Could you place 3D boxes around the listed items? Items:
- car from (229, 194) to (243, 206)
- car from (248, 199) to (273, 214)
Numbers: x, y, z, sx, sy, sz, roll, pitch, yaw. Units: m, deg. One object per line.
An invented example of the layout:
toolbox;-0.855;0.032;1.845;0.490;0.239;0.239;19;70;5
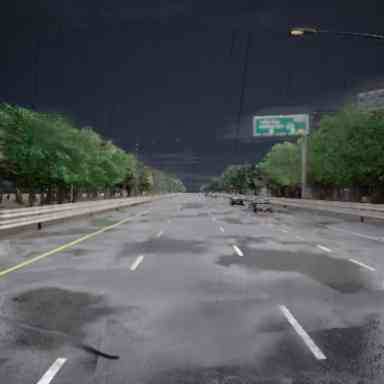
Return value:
car;7.126;1.456;53.918;1.882;1.535;5.008;0;0;0
car;7.068;1.471;34.731;2.128;1.511;4.902;0;0;0
